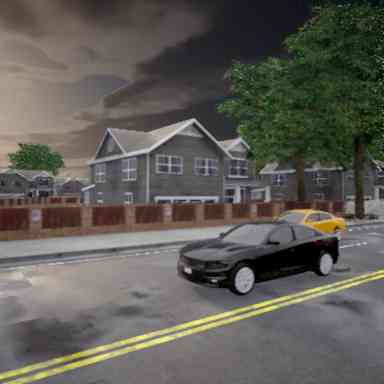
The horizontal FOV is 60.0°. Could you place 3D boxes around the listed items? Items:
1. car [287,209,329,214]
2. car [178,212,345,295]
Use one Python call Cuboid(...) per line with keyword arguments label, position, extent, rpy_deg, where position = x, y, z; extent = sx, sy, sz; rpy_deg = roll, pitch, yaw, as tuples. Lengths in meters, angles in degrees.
Cuboid(label="car", position=(4.989, 1.555, 15.203), extent=(5.008, 1.535, 1.882), rpy_deg=(0, 0, -35))
Cuboid(label="car", position=(1.951, 1.519, 8.980), extent=(5.008, 1.535, 1.882), rpy_deg=(0, 0, -35))
